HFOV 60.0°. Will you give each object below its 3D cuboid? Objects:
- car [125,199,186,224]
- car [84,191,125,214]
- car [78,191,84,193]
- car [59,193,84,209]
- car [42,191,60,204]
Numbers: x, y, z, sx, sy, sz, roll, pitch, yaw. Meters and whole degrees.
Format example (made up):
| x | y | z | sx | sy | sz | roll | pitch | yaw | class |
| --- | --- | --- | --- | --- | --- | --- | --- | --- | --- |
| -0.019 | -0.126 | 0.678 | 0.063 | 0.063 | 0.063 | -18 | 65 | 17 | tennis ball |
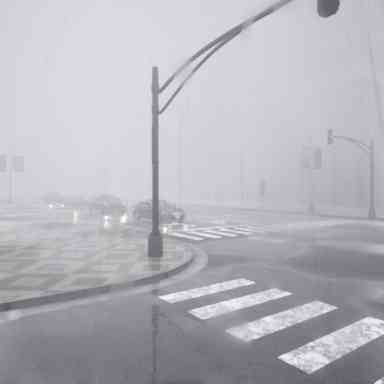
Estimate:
| x | y | z | sx | sy | sz | roll | pitch | yaw | class |
| --- | --- | --- | --- | --- | --- | --- | --- | --- | --- |
| -2.325 | 1.240 | 22.316 | 2.128 | 1.511 | 4.902 | 0 | 1 | -36 | car |
| -7.655 | 0.972 | 29.717 | 2.097 | 1.767 | 4.553 | 0 | 1 | -36 | car |
| -21.671 | 0.514 | 66.194 | 1.882 | 1.535 | 5.008 | 0 | 1 | -36 | car |
| -12.899 | 1.092 | 37.009 | 1.895 | 1.301 | 4.718 | 0 | 1 | -36 | car |
| -18.885 | 0.690 | 45.372 | 2.097 | 1.767 | 4.553 | 0 | 1 | -35 | car |
